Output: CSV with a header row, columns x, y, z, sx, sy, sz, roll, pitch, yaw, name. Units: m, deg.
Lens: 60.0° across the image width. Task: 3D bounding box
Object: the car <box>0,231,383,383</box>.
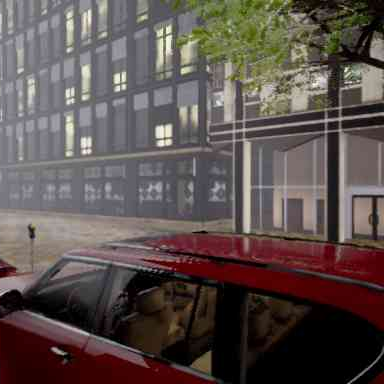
x,y,z,sx,sy,sz,roll,pitch,yaw,name
-0.232,1.289,2.943,5.009,1.841,2.192,1,0,35,car
